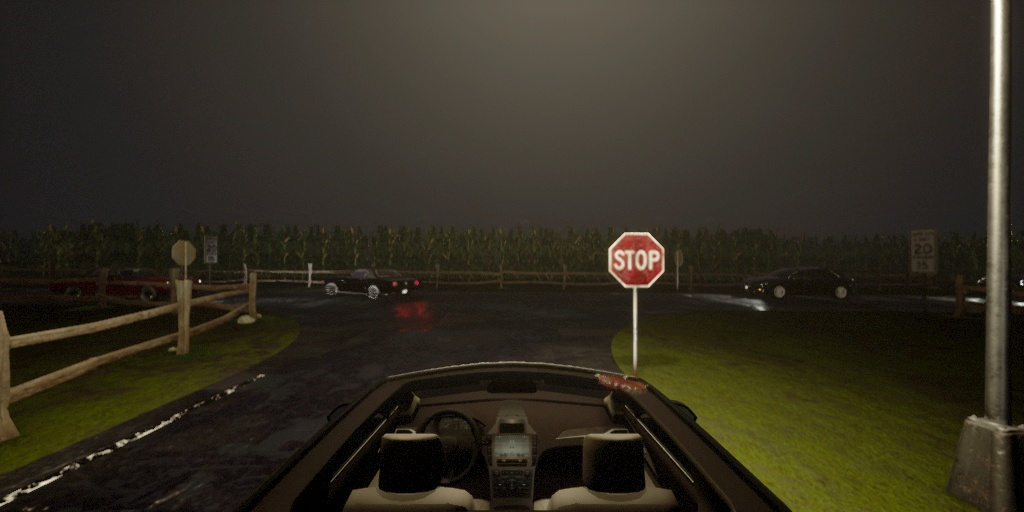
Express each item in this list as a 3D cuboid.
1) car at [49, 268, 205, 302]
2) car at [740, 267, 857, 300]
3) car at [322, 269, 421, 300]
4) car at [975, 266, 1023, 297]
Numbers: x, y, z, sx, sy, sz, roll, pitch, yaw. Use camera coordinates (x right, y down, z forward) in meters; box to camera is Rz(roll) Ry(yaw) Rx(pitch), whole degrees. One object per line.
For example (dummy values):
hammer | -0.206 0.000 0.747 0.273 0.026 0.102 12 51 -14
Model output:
car | -15.591 1.144 14.743 4.718 1.301 1.895 0 -1 0
car | 13.880 1.300 17.531 4.892 1.490 1.837 0 -1 0
car | -6.556 1.225 16.536 4.718 1.301 1.895 0 -1 30
car | 25.817 1.249 17.483 4.553 1.767 2.097 1 -1 0
